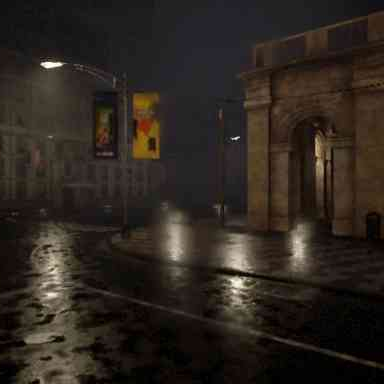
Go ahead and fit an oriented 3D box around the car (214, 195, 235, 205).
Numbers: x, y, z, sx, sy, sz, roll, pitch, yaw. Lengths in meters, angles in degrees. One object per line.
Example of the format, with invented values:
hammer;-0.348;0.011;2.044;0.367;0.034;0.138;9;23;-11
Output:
car;5.717;1.321;57.966;2.097;1.767;4.553;0;0;36
